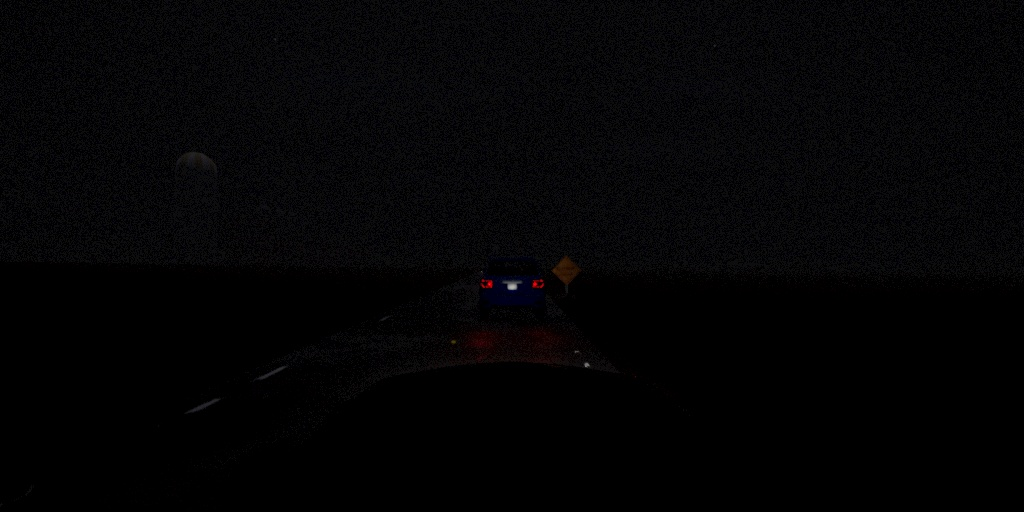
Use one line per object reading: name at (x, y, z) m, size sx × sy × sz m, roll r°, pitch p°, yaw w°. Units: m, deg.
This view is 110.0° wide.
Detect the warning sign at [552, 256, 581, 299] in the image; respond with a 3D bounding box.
warning sign at (2.448, 0.915, 15.885) m, size 1.300 × 1.860 × 1.060 m, roll 0°, pitch 0°, yaw 0°

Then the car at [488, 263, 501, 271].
car at (-2.808, 1.802, 59.848) m, size 1.895 × 1.301 × 4.718 m, roll 0°, pitch -1°, yaw 1°

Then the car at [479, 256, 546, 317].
car at (0.036, 1.015, 13.450) m, size 2.150 × 2.045 × 5.566 m, roll 0°, pitch 0°, yaw 1°
